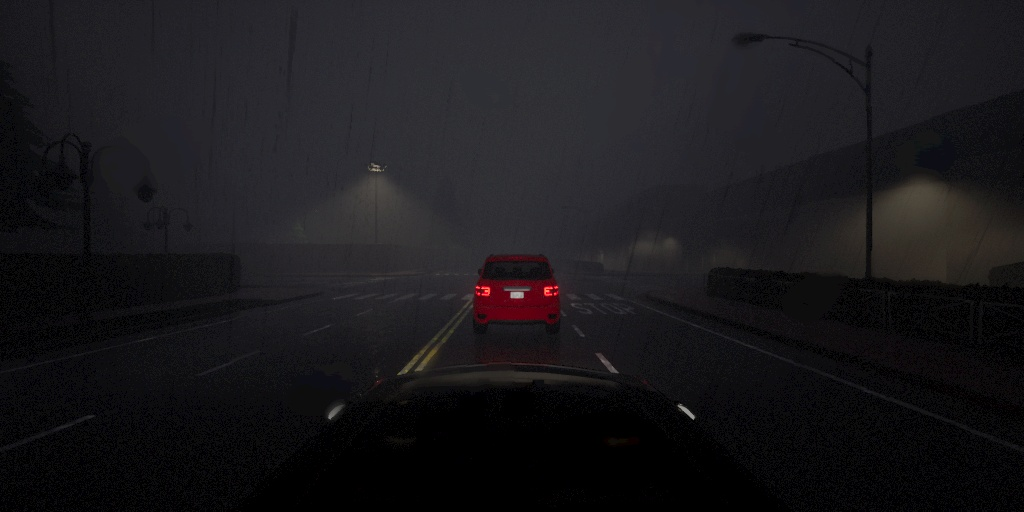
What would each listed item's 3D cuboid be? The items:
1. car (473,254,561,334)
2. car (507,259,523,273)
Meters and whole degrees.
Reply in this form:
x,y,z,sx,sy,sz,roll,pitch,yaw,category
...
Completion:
x,y,z,sx,sy,sz,roll,pitch,yaw,category
0.121,0.971,10.734,2.150,2.045,5.566,0,0,0,car
0.353,1.224,45.586,1.882,1.535,5.008,0,0,1,car
